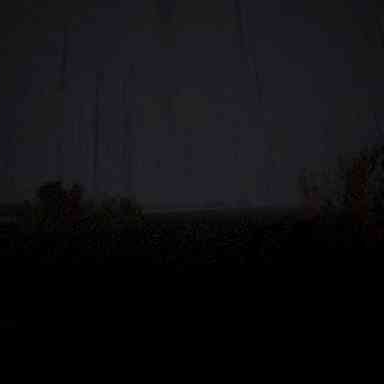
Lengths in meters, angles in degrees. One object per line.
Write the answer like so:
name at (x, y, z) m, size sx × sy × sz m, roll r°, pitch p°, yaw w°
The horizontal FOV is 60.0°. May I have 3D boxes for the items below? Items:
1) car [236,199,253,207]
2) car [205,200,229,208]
car at (10.324, 2.121, 65.109) m, size 2.128 × 1.511 × 4.902 m, roll -1°, pitch -1°, yaw 36°
car at (4.236, 2.061, 56.652) m, size 2.033 × 1.411 × 5.357 m, roll -1°, pitch -1°, yaw 36°
